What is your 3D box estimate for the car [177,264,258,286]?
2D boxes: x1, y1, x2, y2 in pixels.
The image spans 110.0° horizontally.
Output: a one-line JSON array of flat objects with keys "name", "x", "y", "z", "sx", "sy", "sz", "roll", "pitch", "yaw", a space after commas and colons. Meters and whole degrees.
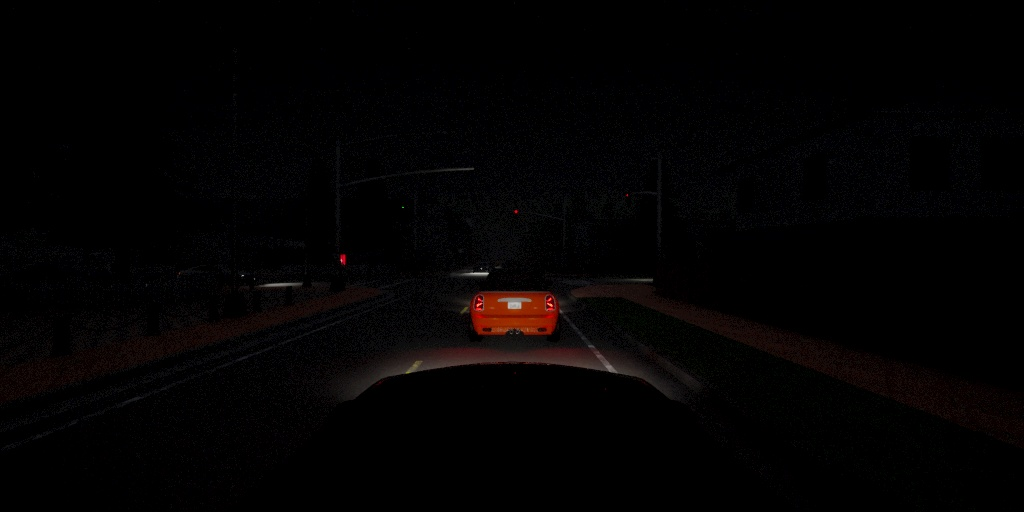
[{"name": "car", "x": -20.010, "y": 1.291, "z": 24.465, "sx": 4.674, "sy": 1.442, "sz": 1.812, "roll": 0, "pitch": 0, "yaw": -2}]

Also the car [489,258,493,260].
[{"name": "car", "x": -3.619, "y": 1.314, "z": 44.326, "sx": 1.994, "sy": 1.385, "sz": 4.181, "roll": 0, "pitch": 0, "yaw": 0}]

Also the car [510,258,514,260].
[{"name": "car", "x": 0.009, "y": 1.241, "z": 36.422, "sx": 2.128, "sy": 1.511, "sz": 4.902, "roll": 0, "pitch": 0, "yaw": -7}]

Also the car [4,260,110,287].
[{"name": "car", "x": -30.189, "y": 1.243, "z": 24.149, "sx": 5.008, "sy": 1.535, "sz": 1.882, "roll": 0, "pitch": 0, "yaw": -1}]

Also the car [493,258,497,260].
[{"name": "car", "x": -3.620, "y": 1.314, "z": 54.294, "sx": 1.994, "sy": 1.385, "sz": 4.181, "roll": 0, "pitch": 0, "yaw": 0}]

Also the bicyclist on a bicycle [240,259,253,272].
[{"name": "bicyclist on a bicycle", "x": -23.575, "y": 1.066, "z": 31.823, "sx": 0.582, "sy": 1.620, "sz": 1.656, "roll": 0, "pitch": 0, "yaw": -2}]

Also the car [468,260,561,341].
[{"name": "car", "x": 0.067, "y": 1.102, "z": 9.977, "sx": 2.097, "sy": 1.767, "sz": 4.553, "roll": 0, "pitch": 0, "yaw": 0}]

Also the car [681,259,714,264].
[{"name": "car", "x": 15.085, "y": 1.083, "z": 30.474, "sx": 4.553, "sy": 1.767, "sz": 2.097, "roll": 0, "pitch": 0, "yaw": -8}]
